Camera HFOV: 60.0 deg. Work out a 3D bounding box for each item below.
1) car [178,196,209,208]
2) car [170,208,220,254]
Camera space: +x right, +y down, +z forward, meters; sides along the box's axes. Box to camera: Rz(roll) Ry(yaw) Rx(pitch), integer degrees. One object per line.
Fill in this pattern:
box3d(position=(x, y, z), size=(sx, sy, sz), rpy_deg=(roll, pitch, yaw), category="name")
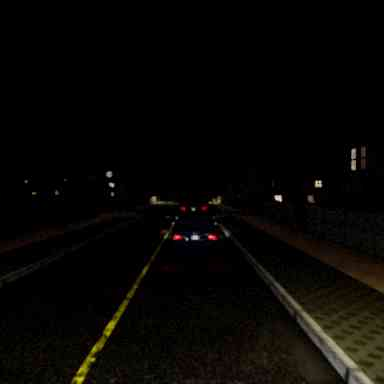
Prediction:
box3d(position=(0.113, 1.338, 26.051), size=(2.150, 2.045, 5.566), rpy_deg=(0, 0, 0), category="car")
box3d(position=(0.106, 1.608, 13.796), size=(2.033, 1.411, 5.357), rpy_deg=(0, 0, 0), category="car")
